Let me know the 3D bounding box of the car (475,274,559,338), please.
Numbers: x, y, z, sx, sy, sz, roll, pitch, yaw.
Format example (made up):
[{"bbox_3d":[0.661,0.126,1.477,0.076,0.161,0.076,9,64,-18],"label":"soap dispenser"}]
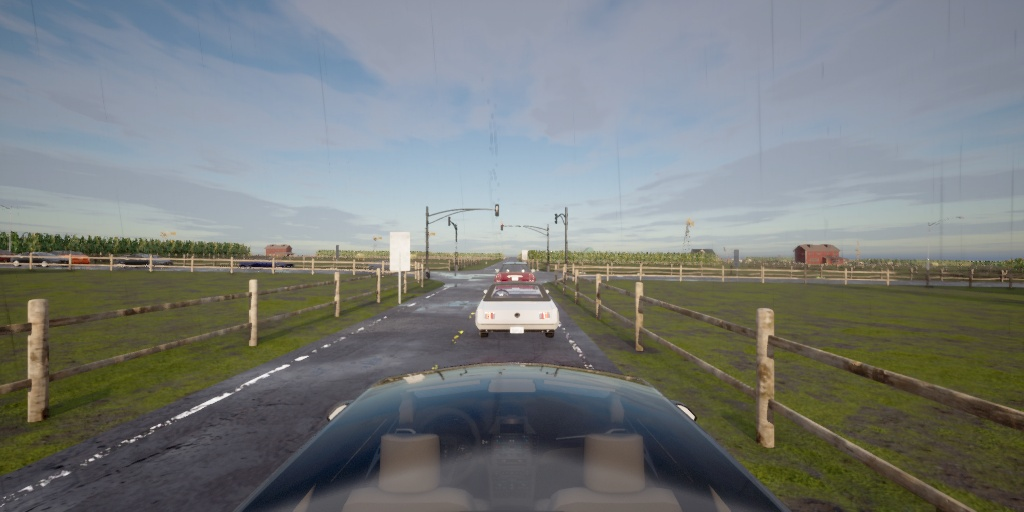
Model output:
[{"bbox_3d":[0.123,1.351,10.158,1.895,1.301,4.718,0,0,0],"label":"car"}]

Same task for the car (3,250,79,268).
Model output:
[{"bbox_3d":[-48.344,0.392,36.877,4.892,1.490,1.837,1,0,1],"label":"car"}]

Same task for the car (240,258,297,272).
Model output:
[{"bbox_3d":[-24.920,0.908,36.763,4.718,1.301,1.895,1,0,0],"label":"car"}]

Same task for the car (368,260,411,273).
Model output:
[{"bbox_3d":[-12.495,1.100,36.731,4.181,1.385,1.994,1,0,0],"label":"car"}]

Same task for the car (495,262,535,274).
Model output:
[{"bbox_3d":[0.178,1.103,19.146,2.097,1.767,4.553,0,0,1],"label":"car"}]

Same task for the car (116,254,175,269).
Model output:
[{"bbox_3d":[-37.581,0.585,36.811,4.892,1.490,1.837,1,0,0],"label":"car"}]
